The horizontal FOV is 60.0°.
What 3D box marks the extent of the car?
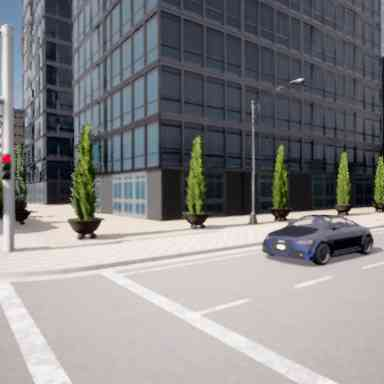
[{"bbox_3d":[4.363,1.489,11.395,4.181,1.385,1.994,-1,0,-35],"label":"car"}]
